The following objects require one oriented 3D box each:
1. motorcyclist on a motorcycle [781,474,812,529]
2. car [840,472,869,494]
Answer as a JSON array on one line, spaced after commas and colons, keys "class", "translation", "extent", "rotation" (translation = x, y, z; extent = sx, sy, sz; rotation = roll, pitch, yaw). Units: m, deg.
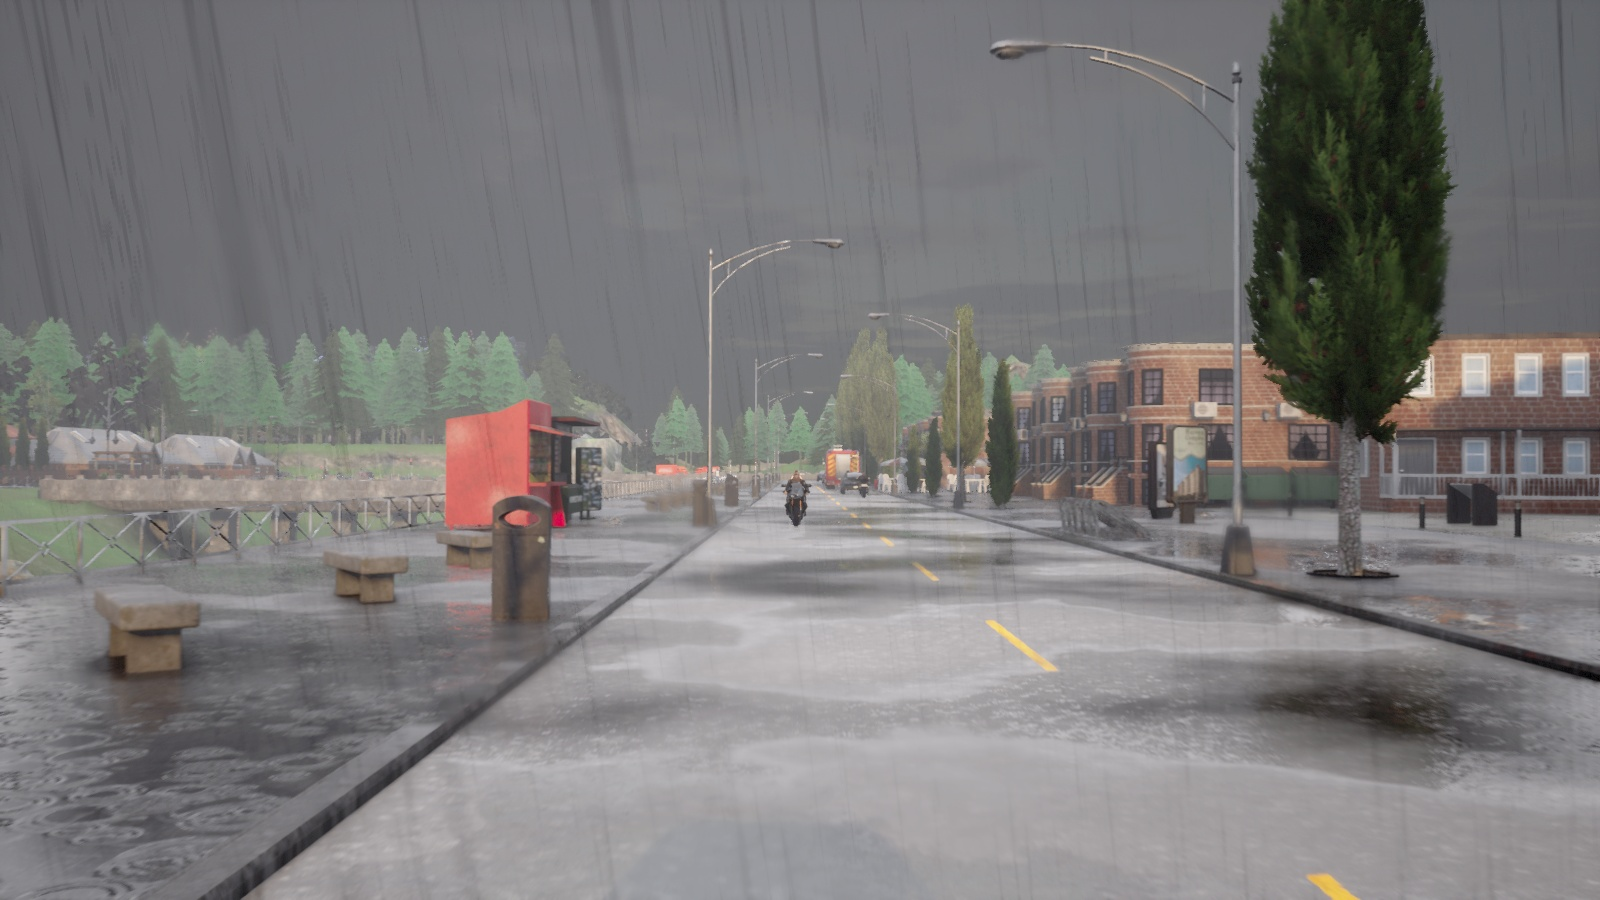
[{"class": "motorcyclist on a motorcycle", "translation": [-0.094, 1.456, 36.212], "extent": [0.866, 1.530, 2.191], "rotation": [0, -1, 0]}, {"class": "car", "translation": [3.772, 2.273, 87.696], "extent": [1.837, 1.490, 4.892], "rotation": [0, -1, 0]}]
